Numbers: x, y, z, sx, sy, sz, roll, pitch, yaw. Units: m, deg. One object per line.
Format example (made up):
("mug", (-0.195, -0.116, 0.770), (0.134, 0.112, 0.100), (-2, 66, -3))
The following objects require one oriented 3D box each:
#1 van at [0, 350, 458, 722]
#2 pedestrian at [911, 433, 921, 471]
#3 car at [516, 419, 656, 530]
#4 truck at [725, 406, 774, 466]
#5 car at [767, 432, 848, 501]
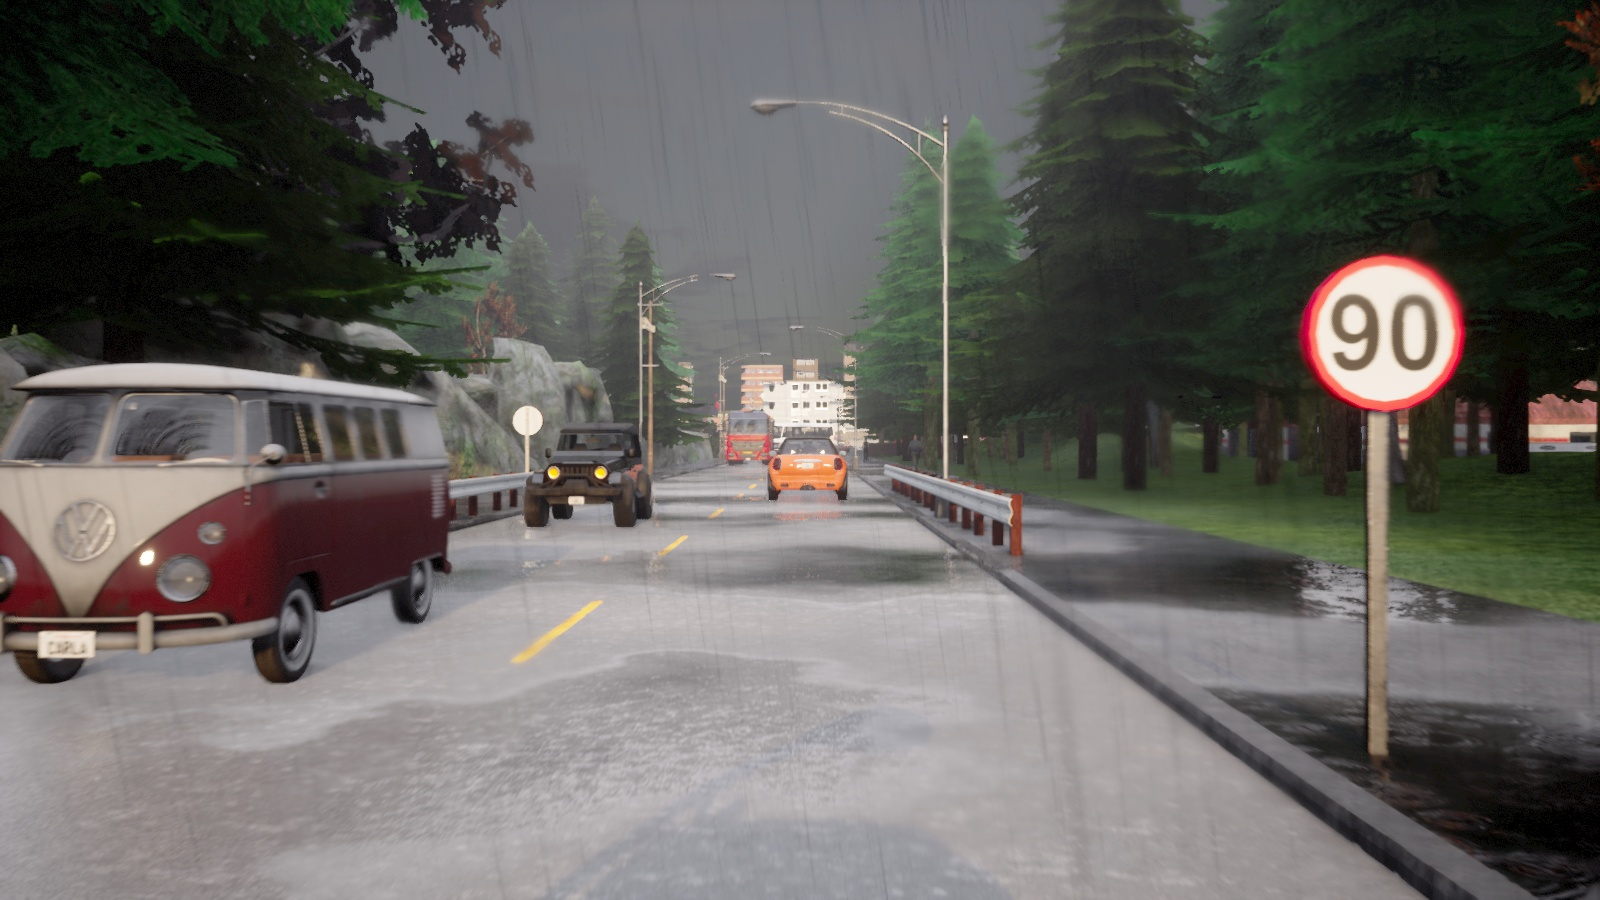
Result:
("van", (-3.936, 0.445, 8.923), (1.775, 1.987, 4.442), (0, 0, 0))
("pedestrian", (5.669, 0.115, 61.379), (0.402, 1.842, 0.726), (0, 0, 1))
("car", (-3.859, 0.408, 23.277), (1.905, 1.878, 3.866), (0, 0, 0))
("truck", (-3.308, -0.895, 84.090), (2.891, 3.827, 8.468), (0, 0, 1))
("car", (0.215, 0.410, 34.664), (2.097, 1.767, 4.553), (0, 0, 0))
